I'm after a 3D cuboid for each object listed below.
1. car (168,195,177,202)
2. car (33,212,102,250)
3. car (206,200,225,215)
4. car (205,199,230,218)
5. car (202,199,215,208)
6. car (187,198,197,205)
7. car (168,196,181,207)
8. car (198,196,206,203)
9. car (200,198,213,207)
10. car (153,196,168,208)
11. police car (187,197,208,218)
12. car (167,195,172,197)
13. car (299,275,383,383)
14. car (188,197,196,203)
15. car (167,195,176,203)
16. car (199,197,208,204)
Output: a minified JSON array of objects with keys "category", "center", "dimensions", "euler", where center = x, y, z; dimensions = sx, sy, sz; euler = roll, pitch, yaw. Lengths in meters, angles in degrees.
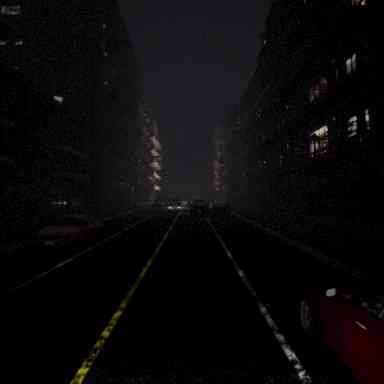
[{"category":"car","center":[-5.309,1.866,92.344],"dimensions":[2.192,1.841,5.009],"euler":[1,0,0]},{"category":"car","center":[-5.296,1.583,14.754],"dimensions":[1.752,1.417,4.829],"euler":[2,0,0]},{"category":"car","center":[2.578,1.694,37.149],"dimensions":[1.752,1.417,4.829],"euler":[1,0,0]},{"category":"car","center":[2.579,1.683,31.447],"dimensions":[1.887,1.381,4.507],"euler":[1,0,0]},{"category":"car","center":[2.574,1.813,53.569],"dimensions":[1.887,1.381,4.507],"euler":[1,0,0]},{"category":"car","center":[-0.013,1.900,67.833],"dimensions":[2.033,1.411,5.357],"euler":[0,0,0]},{"category":"car","center":[-2.821,1.816,57.195],"dimensions":[1.812,1.442,4.674],"euler":[0,0,0]},{"category":"car","center":[2.577,1.946,86.754],"dimensions":[1.967,1.590,4.097],"euler":[1,0,0]},{"category":"car","center":[2.572,1.854,59.100],"dimensions":[2.008,1.369,4.403],"euler":[1,0,0]},{"category":"car","center":[-5.306,1.792,53.461],"dimensions":[1.752,1.417,4.829],"euler":[2,0,0]},{"category":"police car","center":[0.703,1.567,32.222],"dimensions":[1.930,1.638,5.238],"euler":[0,0,0]},{"category":"car","center":[-5.301,1.618,59.163],"dimensions":[2.192,1.841,5.009],"euler":[2,0,0]},{"category":"car","center":[2.584,1.597,3.797],"dimensions":[1.802,1.307,4.206],"euler":[2,0,0]},{"category":"car","center":[-0.016,1.880,82.840],"dimensions":[1.837,1.490,4.892],"euler":[0,0,0]},{"category":"car","center":[-5.308,1.821,86.814],"dimensions":[2.192,1.841,5.009],"euler":[1,0,0]},{"category":"car","center":[2.570,1.964,75.692],"dimensions":[1.887,1.381,4.507],"euler":[1,0,0]}]
